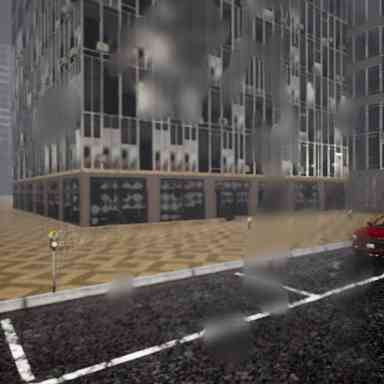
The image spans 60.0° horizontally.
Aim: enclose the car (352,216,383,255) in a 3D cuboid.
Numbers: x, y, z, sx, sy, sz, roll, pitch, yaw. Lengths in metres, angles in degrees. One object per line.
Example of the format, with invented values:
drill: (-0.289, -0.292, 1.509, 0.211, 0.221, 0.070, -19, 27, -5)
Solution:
car: (7.525, 1.452, 11.926, 4.507, 1.381, 1.887, -1, 0, -36)
